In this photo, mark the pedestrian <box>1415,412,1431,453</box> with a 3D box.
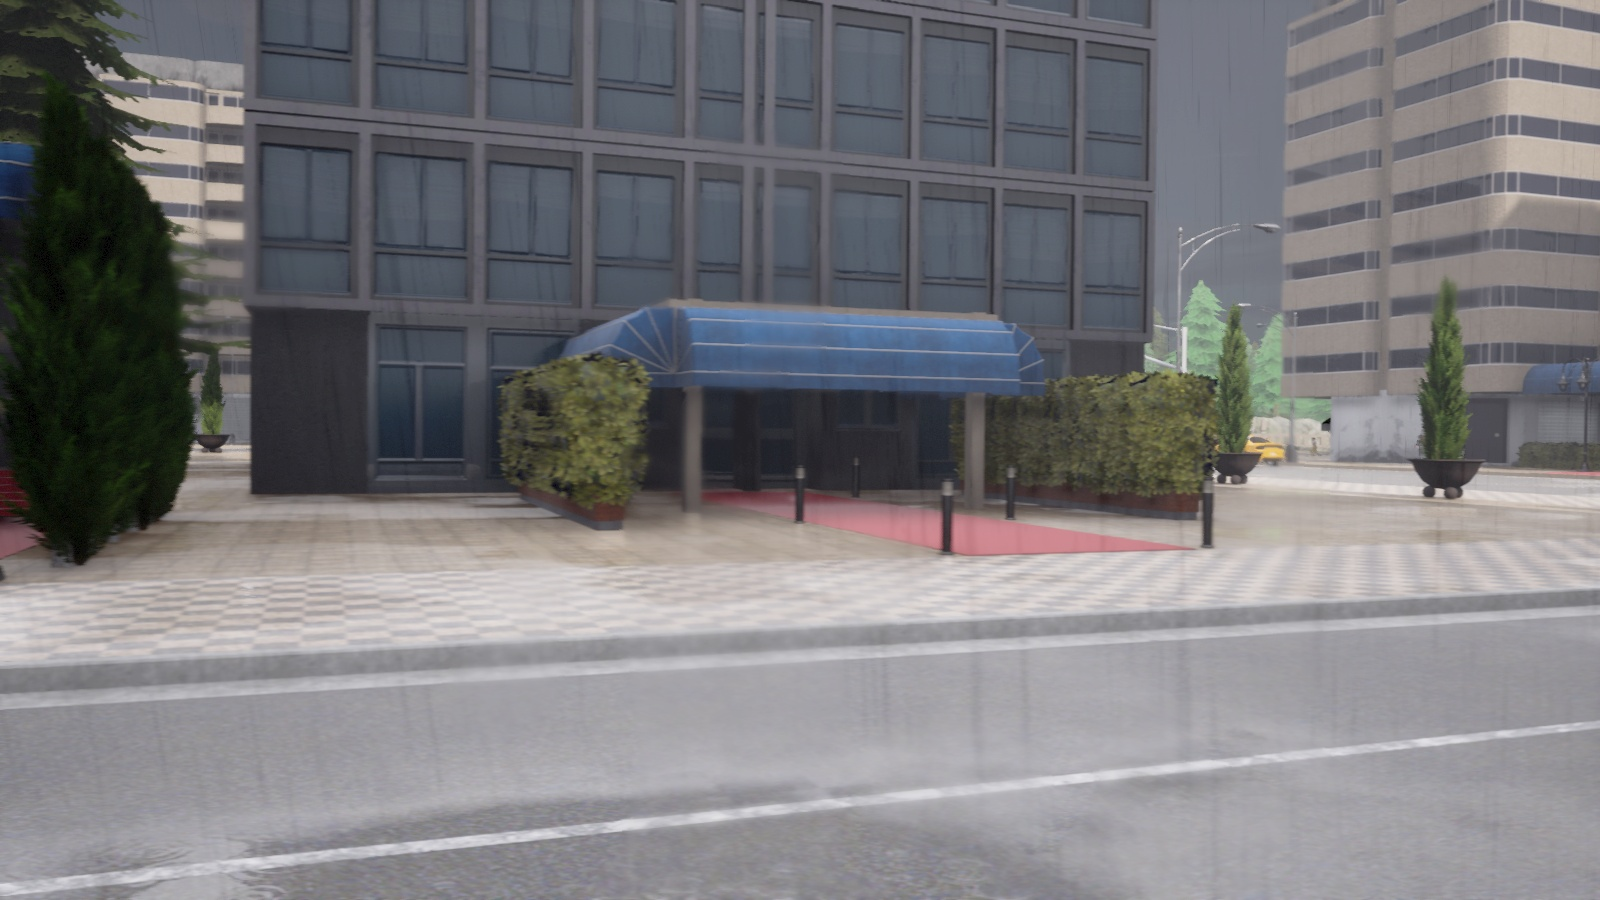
[{"bbox_3d":[28.775,-0.799,58.008,0.376,1.854,0.720,-1,1,3],"label":"pedestrian"}]

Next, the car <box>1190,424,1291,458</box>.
[{"bbox_3d":[21.319,-0.448,61.045,1.882,1.535,5.008,-1,1,-20],"label":"car"}]
